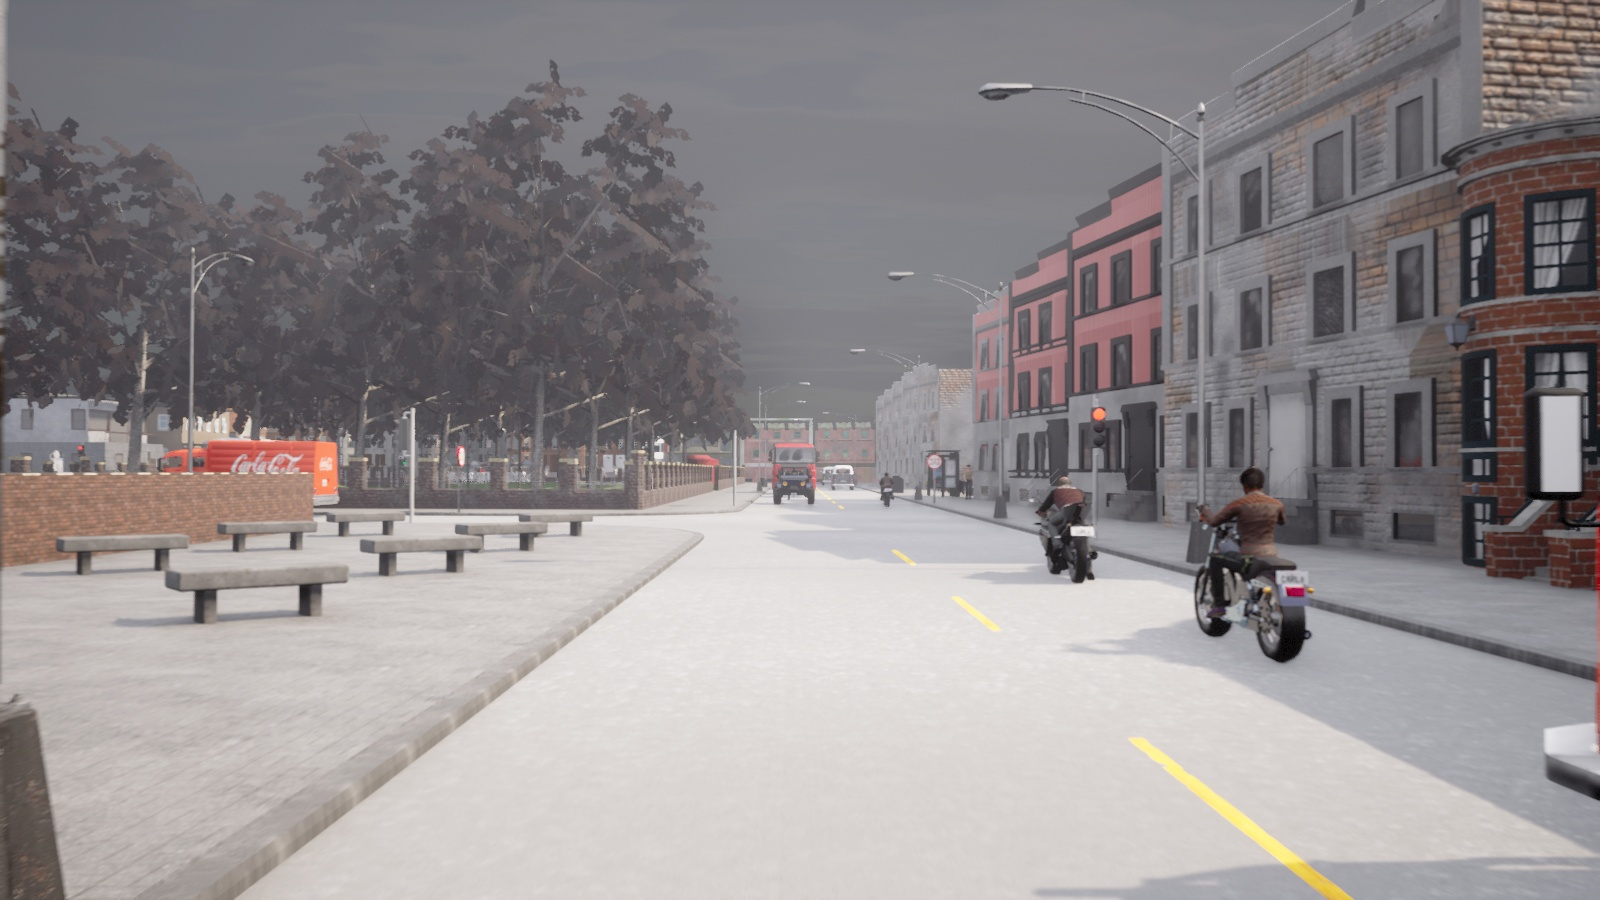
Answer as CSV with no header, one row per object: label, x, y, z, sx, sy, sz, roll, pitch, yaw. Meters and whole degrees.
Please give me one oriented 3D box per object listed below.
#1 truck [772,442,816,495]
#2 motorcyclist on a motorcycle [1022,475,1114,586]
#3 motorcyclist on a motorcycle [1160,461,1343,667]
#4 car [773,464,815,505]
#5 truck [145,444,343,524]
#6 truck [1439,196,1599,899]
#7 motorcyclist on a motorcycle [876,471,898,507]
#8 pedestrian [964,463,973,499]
truck,-0.398,1.277,86.191,2.891,3.462,7.936,0,-1,0
motorcyclist on a motorcycle,3.935,1.146,18.627,0.866,1.530,2.191,0,-1,0
motorcyclist on a motorcycle,3.969,0.938,11.277,0.766,1.649,2.350,0,-1,0
car,-0.255,1.614,59.900,1.905,1.878,3.866,0,-1,0
truck,-17.824,1.077,40.506,5.204,2.467,2.627,0,-1,-1
truck,3.991,0.356,2.623,2.627,2.467,5.204,0,-1,0
motorcyclist on a motorcycle,3.770,1.698,54.720,0.797,1.523,2.044,0,-1,-1
pedestrian,8.672,1.571,64.618,0.345,1.836,0.594,0,-1,1
